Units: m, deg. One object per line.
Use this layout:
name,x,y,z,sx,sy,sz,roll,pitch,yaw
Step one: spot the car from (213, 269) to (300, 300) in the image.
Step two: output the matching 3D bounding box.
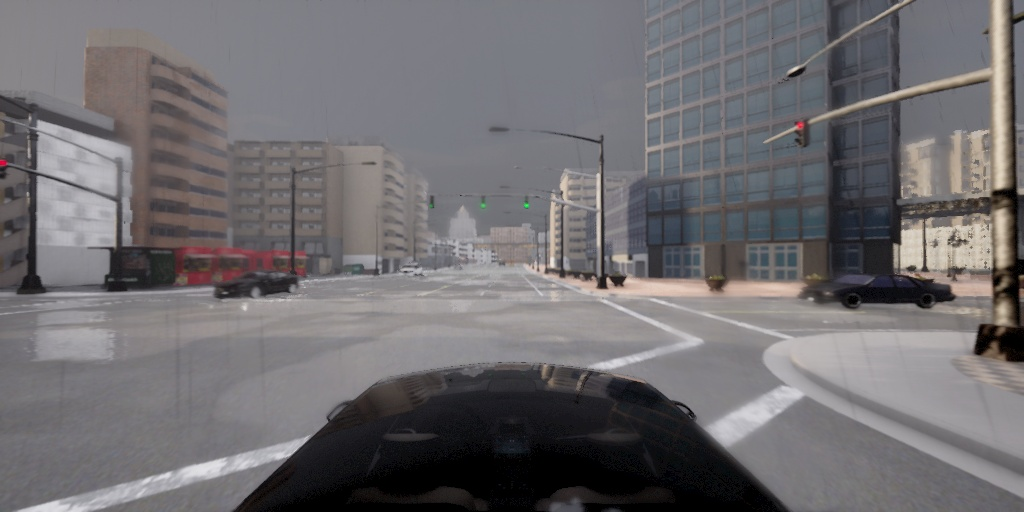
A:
car,-14.000,1.540,19.985,1.882,1.535,5.008,0,0,0

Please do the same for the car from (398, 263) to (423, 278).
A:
car,-14.056,2.063,50.112,2.150,2.045,5.566,0,0,0

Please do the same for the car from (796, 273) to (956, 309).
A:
car,15.493,1.456,15.395,5.357,1.411,2.033,0,-1,1
